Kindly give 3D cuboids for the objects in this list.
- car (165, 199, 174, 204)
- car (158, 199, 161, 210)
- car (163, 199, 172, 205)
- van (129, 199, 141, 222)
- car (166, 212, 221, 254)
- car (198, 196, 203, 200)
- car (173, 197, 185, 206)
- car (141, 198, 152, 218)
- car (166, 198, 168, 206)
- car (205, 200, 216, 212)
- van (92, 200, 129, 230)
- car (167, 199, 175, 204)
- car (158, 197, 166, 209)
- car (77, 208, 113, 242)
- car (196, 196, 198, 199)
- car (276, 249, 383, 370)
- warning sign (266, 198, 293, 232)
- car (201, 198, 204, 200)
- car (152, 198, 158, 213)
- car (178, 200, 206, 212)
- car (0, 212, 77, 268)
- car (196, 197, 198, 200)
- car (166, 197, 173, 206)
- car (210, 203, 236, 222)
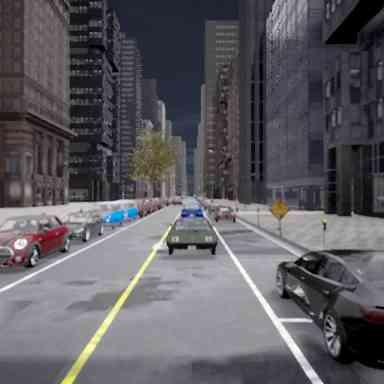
[{"bbox_3d":[-5.745,2.424,85.262,1.802,1.307,4.206,0,-1,0],"label":"car"},{"bbox_3d":[-5.753,2.007,45.523,1.947,1.339,4.313,0,-1,0],"label":"car"},{"bbox_3d":[-5.747,2.307,79.416,1.752,1.417,4.829,0,-1,0],"label":"car"},{"bbox_3d":[-5.757,1.617,28.493,1.690,1.788,3.998,0,-1,0],"label":"van"},{"bbox_3d":[0.005,1.738,14.110,1.895,1.301,4.718,0,-1,0],"label":"car"},{"bbox_3d":[2.776,2.108,68.239,1.967,1.590,4.097,0,-1,0],"label":"car"},{"bbox_3d":[-2.985,2.288,70.976,1.895,1.301,4.718,0,-1,0],"label":"car"},{"bbox_3d":[-5.756,1.646,34.171,2.192,1.841,5.009,0,-1,0],"label":"car"},{"bbox_3d":[-5.751,2.104,56.877,2.008,1.369,4.403,0,-1,0],"label":"car"},{"bbox_3d":[2.770,1.938,39.851,2.008,1.369,4.403,0,-1,0],"label":"car"},{"bbox_3d":[-5.758,1.562,22.816,1.690,1.788,3.998,0,-1,0],"label":"van"},{"bbox_3d":[-5.744,2.483,90.939,1.802,1.307,4.206,0,-1,0],"label":"car"},{"bbox_3d":[-5.752,1.812,51.202,2.192,1.841,5.009,0,-1,0],"label":"car"},{"bbox_3d":[-5.759,1.717,17.137,2.008,1.369,4.403,0,-1,0],"label":"car"},{"bbox_3d":[2.781,2.341,90.947,1.967,1.590,4.097,0,-1,0],"label":"car"},{"bbox_3d":[2.763,1.623,5.786,1.947,1.339,4.313,0,-1,0],"label":"car"},{"bbox_3d":[5.073,1.303,19.298,1.300,1.860,1.060,0,-1,0],"label":"warning sign"},{"bbox_3d":[2.774,2.081,57.053,1.752,1.417,4.829,0,-1,0],"label":"car"},{"bbox_3d":[-5.755,1.701,39.848,2.192,1.841,5.009,0,-1,0],"label":"car"},{"bbox_3d":[0.012,1.764,29.485,1.882,1.535,5.008,0,0,0],"label":"car"},{"bbox_3d":[-5.761,1.551,11.460,1.967,1.590,4.097,0,-1,0],"label":"car"},{"bbox_3d":[2.780,2.393,85.269,2.008,1.369,4.403,0,-1,0],"label":"car"},{"bbox_3d":[-5.749,1.983,68.233,2.192,1.841,5.009,0,-1,0],"label":"car"},{"bbox_3d":[2.768,1.858,28.496,1.802,1.307,4.206,0,-1,0],"label":"car"}]
